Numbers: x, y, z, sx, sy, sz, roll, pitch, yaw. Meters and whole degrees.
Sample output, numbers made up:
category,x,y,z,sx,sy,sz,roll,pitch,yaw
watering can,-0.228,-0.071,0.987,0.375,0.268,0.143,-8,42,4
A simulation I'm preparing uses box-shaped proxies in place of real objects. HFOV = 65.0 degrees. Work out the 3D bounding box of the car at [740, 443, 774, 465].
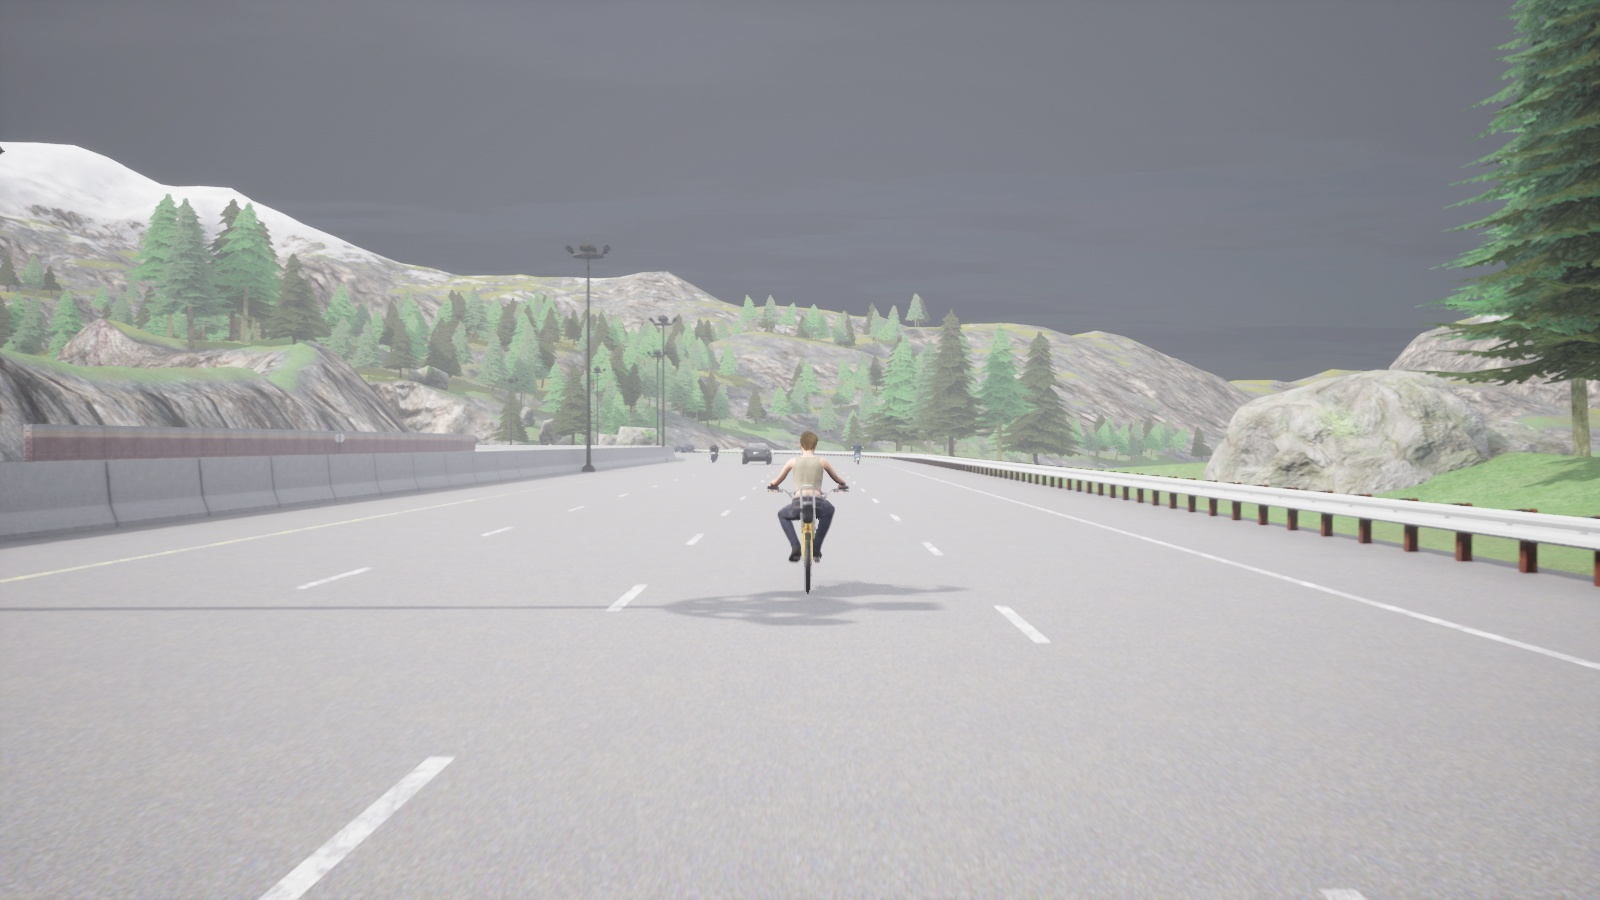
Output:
category,x,y,z,sx,sy,sz,roll,pitch,yaw
car,-2.995,0.250,88.681,2.163,1.488,4.792,0,0,0

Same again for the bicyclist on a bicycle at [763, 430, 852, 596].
category,x,y,z,sx,sy,sz,roll,pitch,yaw
bicyclist on a bicycle,0.083,0.611,12.942,0.866,1.612,1.509,0,0,1
